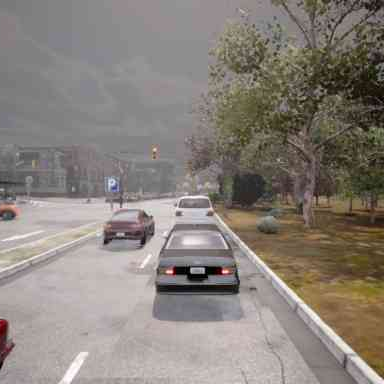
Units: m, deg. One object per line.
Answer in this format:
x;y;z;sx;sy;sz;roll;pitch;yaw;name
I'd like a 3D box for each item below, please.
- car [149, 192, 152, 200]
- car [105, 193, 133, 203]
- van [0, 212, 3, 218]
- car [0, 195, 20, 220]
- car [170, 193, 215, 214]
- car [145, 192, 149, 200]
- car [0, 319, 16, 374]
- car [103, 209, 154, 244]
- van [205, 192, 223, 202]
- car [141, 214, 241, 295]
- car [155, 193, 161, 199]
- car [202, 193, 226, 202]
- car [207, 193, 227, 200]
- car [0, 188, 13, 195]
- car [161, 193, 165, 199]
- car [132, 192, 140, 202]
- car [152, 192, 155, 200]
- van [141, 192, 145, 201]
-12.686;1.358;79.797;4.674;1.452;2.002;-1;0;-13;car
-14.482;1.357;64.846;4.792;1.488;2.163;-1;0;-15;car
-16.616;1.298;24.061;4.442;1.987;1.878;-1;0;-19;van
-16.642;1.404;27.038;4.553;1.767;2.185;-1;0;-19;car
0.141;1.245;19.123;2.150;2.045;5.566;0;0;0;car
-13.057;1.320;76.802;4.892;1.521;2.231;-1;0;-14;car
-2.900;1.602;1.573;1.895;1.301;4.718;0;0;0;car
-2.876;1.544;15.728;1.812;1.442;4.674;0;0;0;car
4.244;1.042;67.451;4.442;1.987;1.878;1;0;-14;van
0.102;1.556;8.874;2.033;1.411;5.357;0;0;0;car
-11.504;1.356;88.782;4.674;1.452;2.002;-1;0;-12;car
4.626;1.141;70.421;4.553;1.767;2.185;1;0;-14;car
6.409;1.128;85.122;4.553;1.767;2.185;1;0;-12;car
-31.197;0.137;55.704;2.002;1.452;4.674;6;-3;-19;car
-11.056;1.063;91.788;5.566;2.045;2.435;-1;0;-12;car
-13.839;1.314;67.838;5.366;1.575;1.946;-1;0;-15;car
-12.316;1.358;82.799;4.674;1.452;2.002;-1;0;-13;car
-13.283;1.092;73.831;4.442;1.987;1.878;-1;0;-14;van
